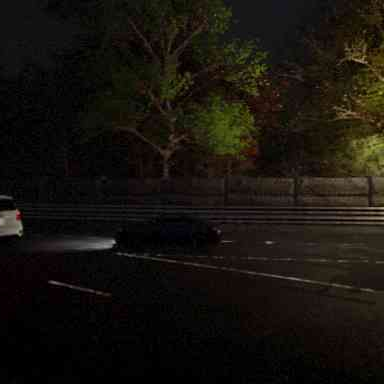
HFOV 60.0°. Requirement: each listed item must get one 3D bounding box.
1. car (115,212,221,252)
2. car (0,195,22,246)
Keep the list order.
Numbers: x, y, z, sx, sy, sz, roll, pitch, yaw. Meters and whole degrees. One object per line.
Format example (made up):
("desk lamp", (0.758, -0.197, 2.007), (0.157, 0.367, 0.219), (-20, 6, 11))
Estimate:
("car", (-0.918, 1.493, 13.333), (4.181, 1.385, 1.994), (0, 0, 11))
("car", (-9.312, 1.132, 13.368), (5.566, 2.045, 2.150), (0, 0, 27))
